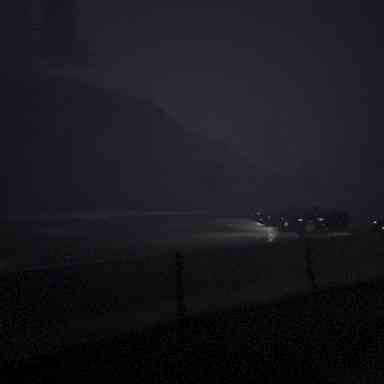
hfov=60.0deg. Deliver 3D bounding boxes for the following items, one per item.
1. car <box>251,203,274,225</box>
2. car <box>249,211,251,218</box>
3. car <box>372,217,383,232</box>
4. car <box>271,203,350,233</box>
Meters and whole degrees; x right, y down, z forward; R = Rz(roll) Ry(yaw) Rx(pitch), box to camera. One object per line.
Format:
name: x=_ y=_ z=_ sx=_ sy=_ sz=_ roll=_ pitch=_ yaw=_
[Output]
car: x=6.911 y=1.687 z=24.302 sx=4.674 sy=1.442 sz=1.812 roll=1 pitch=0 yaw=-28
car: x=7.015 y=1.704 z=28.297 sx=4.674 sy=1.442 sz=1.812 roll=1 pitch=0 yaw=-27
car: x=12.602 y=1.722 z=19.371 sx=4.674 sy=1.442 sz=1.812 roll=1 pitch=0 yaw=-27
car: x=7.729 y=1.646 z=20.769 sx=4.902 sy=1.511 sz=2.128 roll=1 pitch=0 yaw=-28
